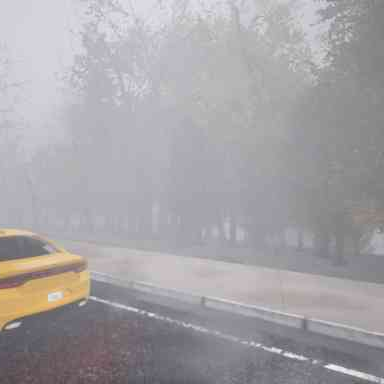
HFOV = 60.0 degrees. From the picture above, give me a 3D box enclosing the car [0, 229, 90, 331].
[{"bbox_3d":[-4.153,1.476,6.622,5.008,1.535,1.882,0,0,35],"label":"car"}]
